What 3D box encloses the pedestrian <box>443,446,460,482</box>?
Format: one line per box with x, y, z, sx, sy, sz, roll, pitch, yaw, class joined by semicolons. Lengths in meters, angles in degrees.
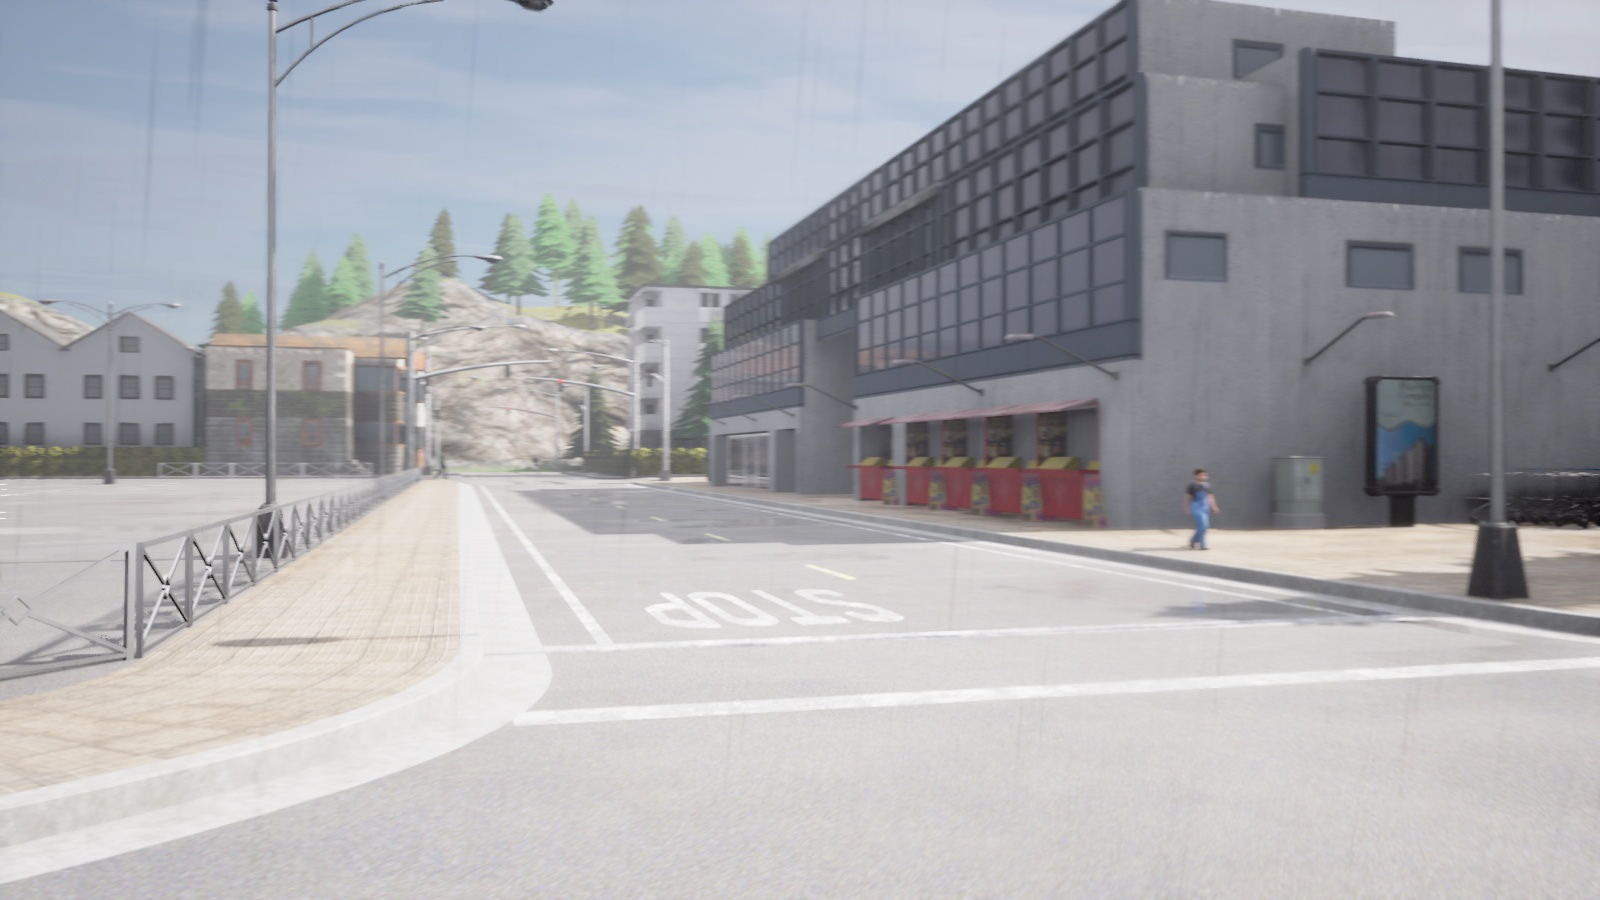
-18.830;0.755;67.941;0.788;1.949;0.423;0;0;20;pedestrian

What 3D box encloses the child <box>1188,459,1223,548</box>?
5.829;0.763;18.069;0.270;1.263;0.437;0;0;-18;child

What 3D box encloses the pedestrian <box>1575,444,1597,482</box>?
39.854;0.651;63.680;0.563;1.883;0.849;0;0;-5;pedestrian
